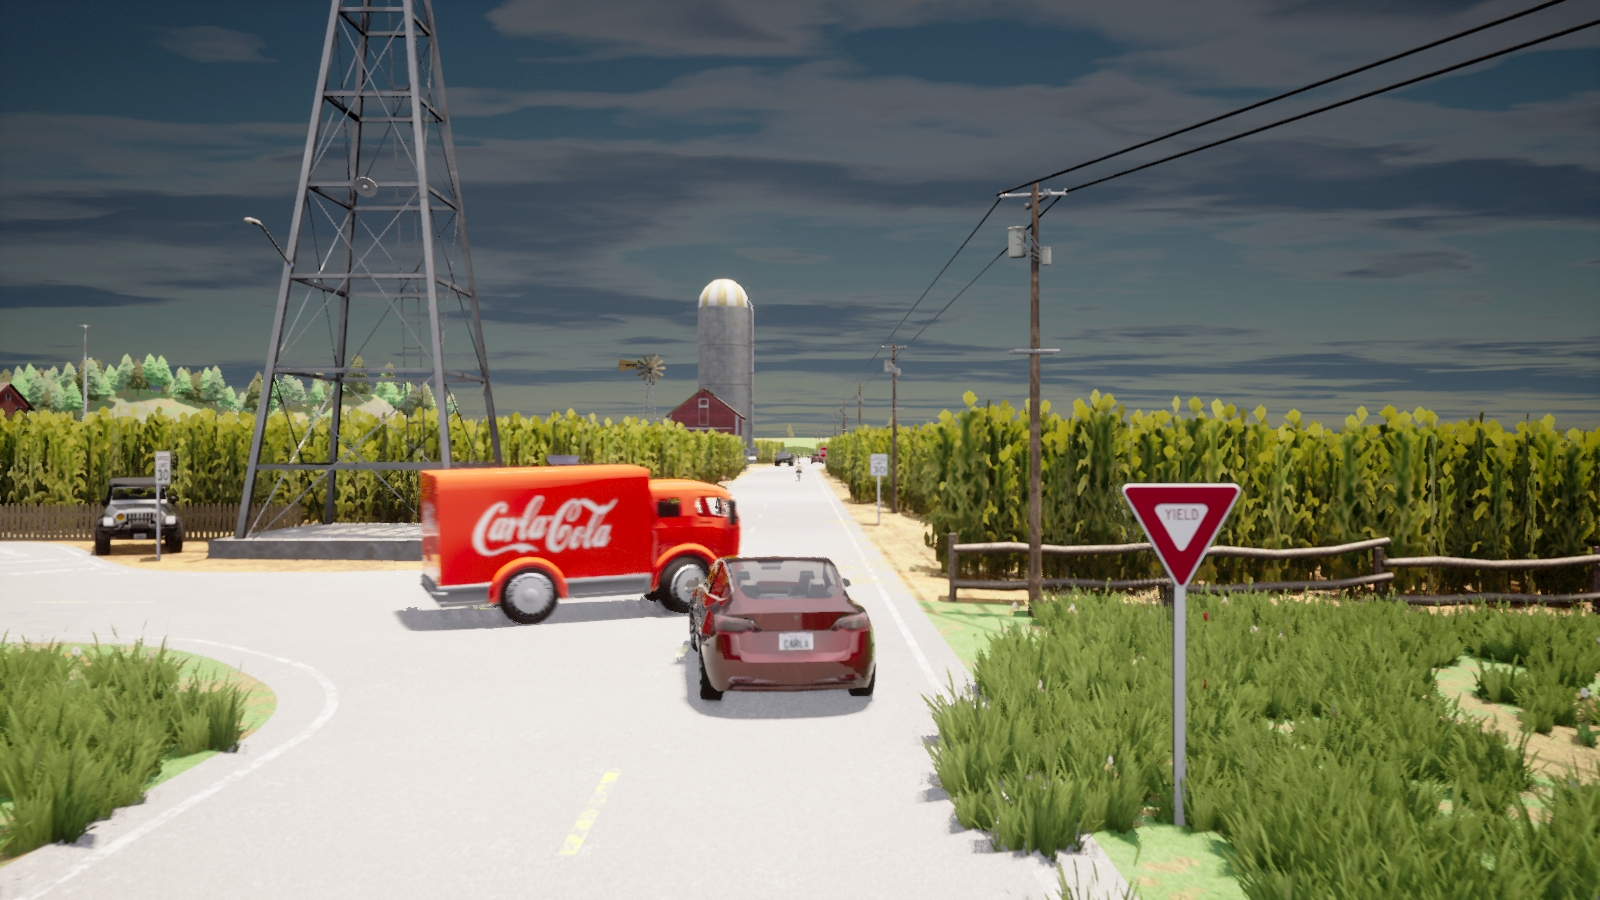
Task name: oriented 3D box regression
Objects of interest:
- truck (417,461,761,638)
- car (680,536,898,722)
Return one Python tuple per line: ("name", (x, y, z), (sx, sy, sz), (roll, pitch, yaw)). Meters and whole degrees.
("truck", (-3.570, 1.499, 19.243), (5.204, 2.467, 2.627), (-1, 1, -24))
("car", (-0.356, 2.013, 14.132), (2.163, 1.488, 4.792), (0, 0, -7))
